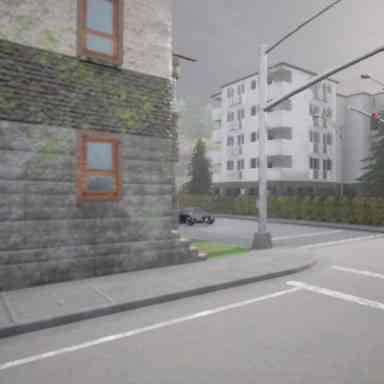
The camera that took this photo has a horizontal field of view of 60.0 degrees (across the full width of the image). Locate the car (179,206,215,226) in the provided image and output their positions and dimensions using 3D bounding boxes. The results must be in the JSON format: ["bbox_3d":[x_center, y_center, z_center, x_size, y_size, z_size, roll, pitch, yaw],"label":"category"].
[{"bbox_3d":[-0.116,1.778,25.294,1.994,1.385,4.181,0,0,-36],"label":"car"}]
